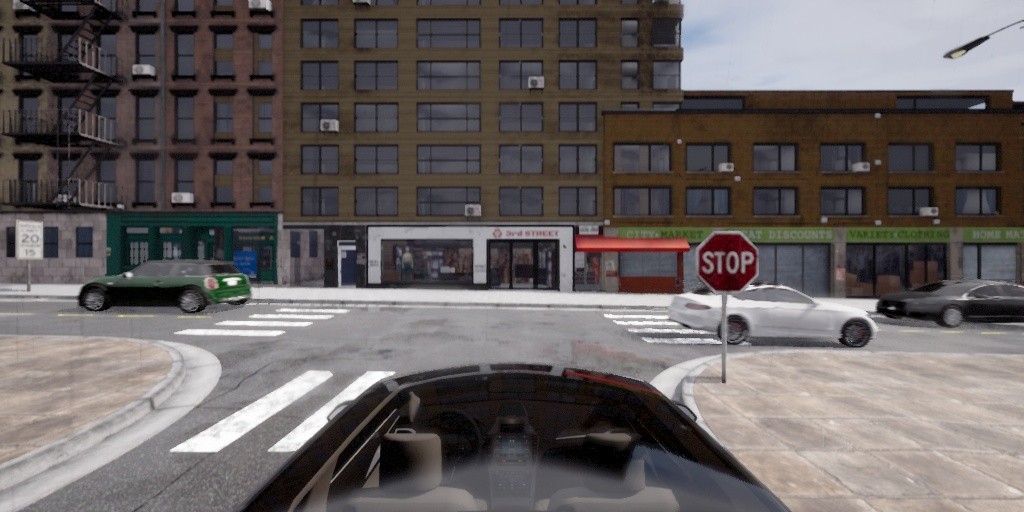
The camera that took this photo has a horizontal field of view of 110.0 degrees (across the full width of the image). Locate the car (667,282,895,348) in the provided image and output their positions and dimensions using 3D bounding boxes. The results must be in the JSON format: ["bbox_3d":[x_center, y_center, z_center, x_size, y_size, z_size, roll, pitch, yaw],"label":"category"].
[{"bbox_3d":[6.472,1.397,9.220,4.674,1.442,1.812,1,0,0],"label":"car"}]

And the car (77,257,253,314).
[{"bbox_3d":[-11.659,0.907,12.241,4.553,1.767,2.097,1,0,0],"label":"car"}]

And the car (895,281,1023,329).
[{"bbox_3d":[15.305,1.578,12.137,4.892,1.490,1.837,1,0,0],"label":"car"}]
